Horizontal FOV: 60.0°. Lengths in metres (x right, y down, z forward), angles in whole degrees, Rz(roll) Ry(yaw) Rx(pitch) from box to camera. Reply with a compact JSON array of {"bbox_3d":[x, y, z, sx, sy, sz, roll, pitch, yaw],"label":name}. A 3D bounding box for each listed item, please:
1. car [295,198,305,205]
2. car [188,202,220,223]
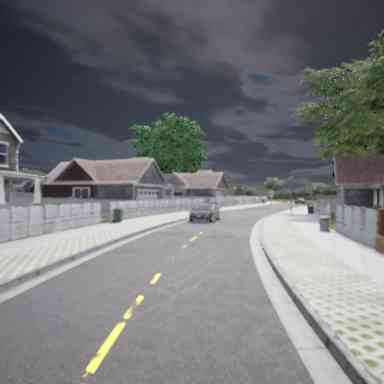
[{"bbox_3d":[23.727,2.018,73.127,1.812,1.442,4.674,0,-1,24],"label":"car"},{"bbox_3d":[1.095,1.623,27.104,1.837,1.490,4.892,0,-1,15],"label":"car"}]
